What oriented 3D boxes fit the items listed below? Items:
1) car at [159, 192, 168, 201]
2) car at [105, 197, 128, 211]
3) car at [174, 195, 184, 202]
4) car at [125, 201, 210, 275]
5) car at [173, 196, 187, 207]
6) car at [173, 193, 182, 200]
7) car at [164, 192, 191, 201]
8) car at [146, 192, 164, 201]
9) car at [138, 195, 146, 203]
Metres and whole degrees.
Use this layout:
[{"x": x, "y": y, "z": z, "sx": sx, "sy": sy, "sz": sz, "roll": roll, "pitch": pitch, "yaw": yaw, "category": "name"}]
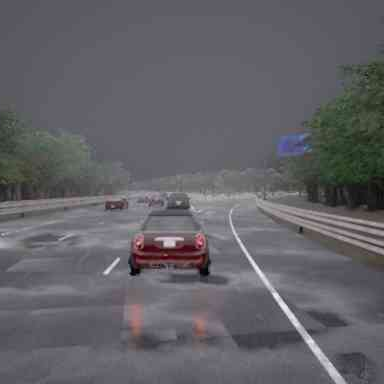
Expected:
[{"x": -7.088, "y": 1.041, "z": 82.330, "sx": 2.150, "sy": 2.045, "sz": 5.566, "roll": 0, "pitch": 0, "yaw": -4, "category": "car"}, {"x": -8.327, "y": 1.317, "z": 37.131, "sx": 1.882, "sy": 1.535, "sz": 5.008, "roll": 0, "pitch": 0, "yaw": -2, "category": "car"}, {"x": -2.883, "y": 1.345, "z": 72.086, "sx": 2.128, "sy": 1.511, "sz": 4.902, "roll": 0, "pitch": 0, "yaw": -4, "category": "car"}, {"x": -0.636, "y": 1.320, "z": 10.533, "sx": 2.097, "sy": 1.767, "sz": 4.553, "roll": 0, "pitch": 0, "yaw": -2, "category": "car"}, {"x": -1.795, "y": 1.382, "z": 49.233, "sx": 2.033, "sy": 1.411, "sz": 5.357, "roll": 0, "pitch": 0, "yaw": -2, "category": "car"}, {"x": -3.853, "y": 1.185, "z": 85.911, "sx": 2.097, "sy": 1.767, "sz": 4.553, "roll": 0, "pitch": 0, "yaw": -5, "category": "car"}, {"x": -1.287, "y": 1.109, "z": 32.342, "sx": 2.150, "sy": 2.045, "sz": 5.566, "roll": 0, "pitch": 0, "yaw": -2, "category": "car"}, {"x": -5.230, "y": 1.171, "z": 50.139, "sx": 2.097, "sy": 1.767, "sz": 4.553, "roll": 0, "pitch": 0, "yaw": -2, "category": "car"}, {"x": -9.169, "y": 1.340, "z": 62.699, "sx": 2.033, "sy": 1.411, "sz": 5.357, "roll": 0, "pitch": 0, "yaw": -3, "category": "car"}]
